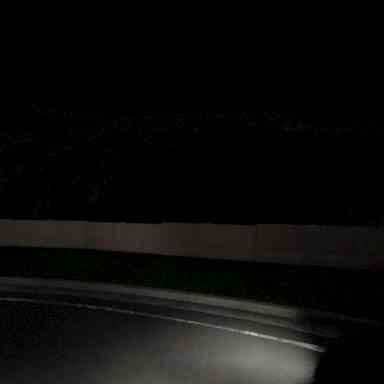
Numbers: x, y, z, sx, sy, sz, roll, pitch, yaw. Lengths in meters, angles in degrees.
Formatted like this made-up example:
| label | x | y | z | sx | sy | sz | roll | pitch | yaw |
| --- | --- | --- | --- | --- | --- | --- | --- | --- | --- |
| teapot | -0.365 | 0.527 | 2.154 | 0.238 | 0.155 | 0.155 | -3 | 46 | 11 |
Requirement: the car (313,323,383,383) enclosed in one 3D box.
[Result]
| label | x | y | z | sx | sy | sz | roll | pitch | yaw |
| --- | --- | --- | --- | --- | --- | --- | --- | --- | --- |
| car | 3.163 | 1.488 | 1.690 | 4.892 | 1.490 | 1.837 | 0 | 0 | 37 |
